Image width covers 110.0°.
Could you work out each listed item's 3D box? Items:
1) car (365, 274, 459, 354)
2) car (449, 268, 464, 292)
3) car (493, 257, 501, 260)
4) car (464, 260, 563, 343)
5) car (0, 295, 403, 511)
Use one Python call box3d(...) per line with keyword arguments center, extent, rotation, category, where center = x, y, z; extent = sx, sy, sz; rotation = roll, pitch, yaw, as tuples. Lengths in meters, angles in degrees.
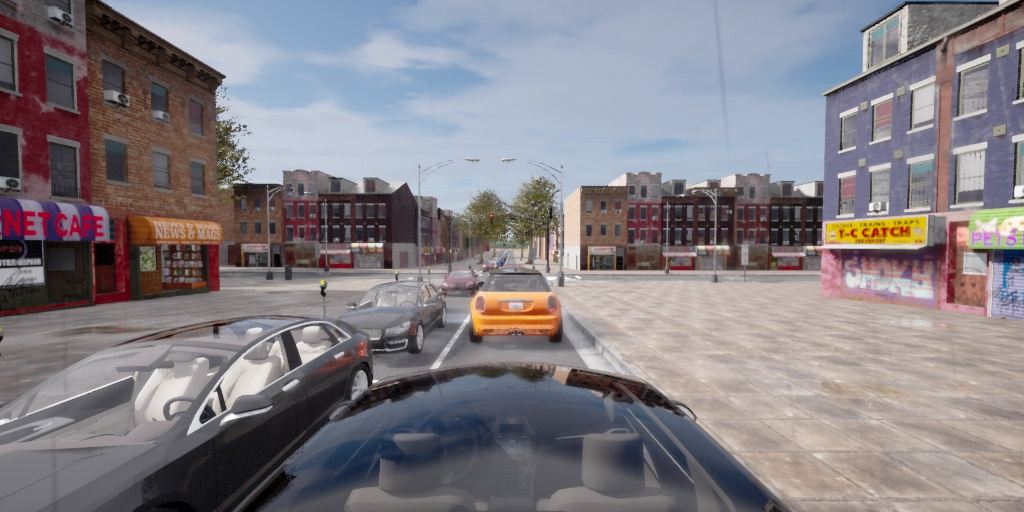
box3d(center=(-2.654, 1.299, 8.547), extent=(2.007, 1.370, 4.403), rotation=(0, 0, 0), category="car")
box3d(center=(-2.677, 1.336, 19.441), extent=(1.802, 1.307, 4.207), rotation=(0, 0, 0), category="car")
box3d(center=(-2.733, 1.245, 46.216), extent=(1.967, 1.591, 4.097), rotation=(0, 0, 0), category="car")
box3d(center=(0.083, 1.101, 9.857), extent=(2.097, 1.767, 4.553), rotation=(0, 0, 0), category="car")
box3d(center=(-2.643, 1.300, 3.098), extent=(2.007, 1.370, 4.403), rotation=(0, 0, 0), category="car")
